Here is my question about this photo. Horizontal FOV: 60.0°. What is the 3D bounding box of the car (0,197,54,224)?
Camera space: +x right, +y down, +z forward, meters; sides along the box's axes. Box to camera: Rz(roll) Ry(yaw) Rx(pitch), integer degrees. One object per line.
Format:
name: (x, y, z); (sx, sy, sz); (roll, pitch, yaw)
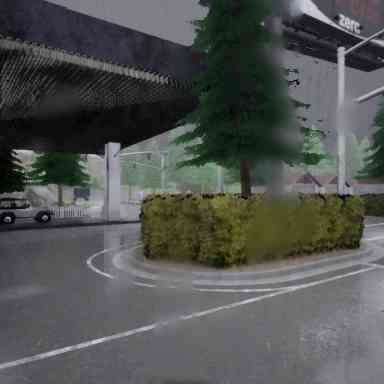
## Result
car: (-11.964, 1.313, 23.481); (3.866, 1.878, 1.905); (0, 0, -36)
